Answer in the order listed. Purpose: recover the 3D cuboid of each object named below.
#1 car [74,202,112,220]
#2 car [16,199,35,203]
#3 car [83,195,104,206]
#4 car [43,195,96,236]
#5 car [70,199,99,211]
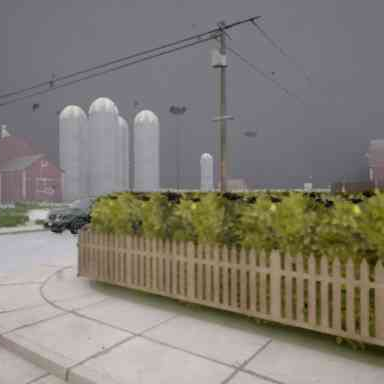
[{"bbox_3d":[-9.021,1.694,30.064,1.994,1.385,4.181,0,0,-37],"label":"car"},{"bbox_3d":[-25.902,1.774,51.744,4.193,1.474,1.816,0,0,35],"label":"car"},{"bbox_3d":[-18.675,1.586,63.140,3.866,1.878,1.905,0,0,35],"label":"car"},{"bbox_3d":[-5.824,1.303,19.665,2.150,2.045,5.566,0,0,35],"label":"car"},{"bbox_3d":[-14.657,1.722,45.381,3.905,1.438,1.784,0,0,35],"label":"car"}]
